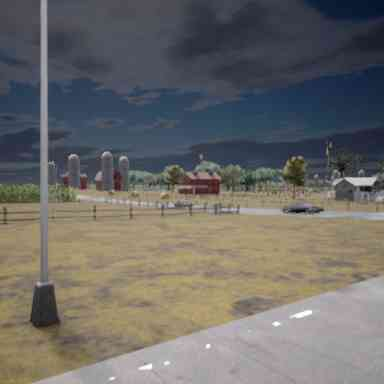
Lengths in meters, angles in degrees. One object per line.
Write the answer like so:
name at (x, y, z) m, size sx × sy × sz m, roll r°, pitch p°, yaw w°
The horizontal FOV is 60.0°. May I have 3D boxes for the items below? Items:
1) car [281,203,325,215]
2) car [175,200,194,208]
car at (13.679, 2.049, 41.370) m, size 2.033 × 1.411 × 5.357 m, roll -1°, pitch 0°, yaw -36°
car at (-1.378, 2.269, 62.492) m, size 1.994 × 1.385 × 4.181 m, roll -1°, pitch 1°, yaw -35°
